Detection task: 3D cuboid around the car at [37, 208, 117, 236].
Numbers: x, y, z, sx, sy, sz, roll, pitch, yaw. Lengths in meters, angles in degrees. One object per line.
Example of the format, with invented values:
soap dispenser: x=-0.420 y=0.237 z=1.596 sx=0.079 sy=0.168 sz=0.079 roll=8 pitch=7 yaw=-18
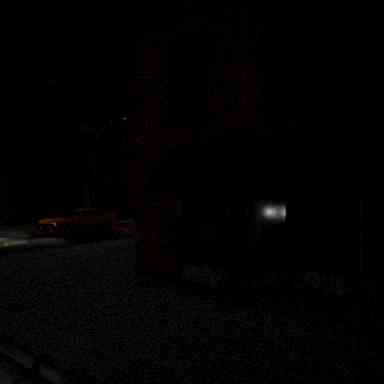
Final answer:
car: x=-6.936 y=1.748 z=20.455 sx=1.882 sy=1.535 sz=5.008 roll=0 pitch=0 yaw=36
